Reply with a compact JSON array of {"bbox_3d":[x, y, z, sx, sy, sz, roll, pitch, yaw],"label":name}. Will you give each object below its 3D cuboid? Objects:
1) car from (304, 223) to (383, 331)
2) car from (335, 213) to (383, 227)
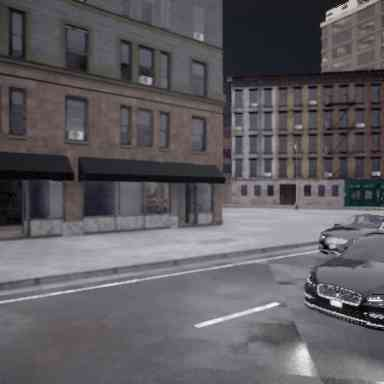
[{"bbox_3d":[4.296,1.557,6.751,4.892,1.490,1.837,1,0,-35],"label":"car"},{"bbox_3d":[6.735,1.582,12.482,4.902,1.511,2.128,0,0,-35],"label":"car"}]
